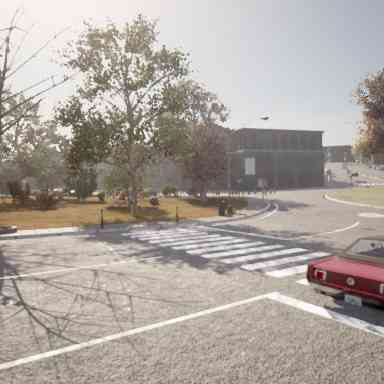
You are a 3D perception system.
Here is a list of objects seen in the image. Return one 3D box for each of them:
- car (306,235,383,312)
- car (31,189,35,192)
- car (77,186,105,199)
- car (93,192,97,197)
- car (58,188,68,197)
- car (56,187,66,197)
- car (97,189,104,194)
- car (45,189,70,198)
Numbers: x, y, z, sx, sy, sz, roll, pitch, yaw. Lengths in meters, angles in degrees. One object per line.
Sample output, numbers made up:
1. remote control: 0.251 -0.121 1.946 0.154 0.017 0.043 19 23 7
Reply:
1. car: 4.624 1.575 7.026 4.718 1.301 1.895 0 0 -35
2. car: -37.946 0.150 78.285 2.097 1.535 5.008 0 3 19
3. car: -19.216 0.052 63.656 2.435 2.045 5.566 -2 2 17
4. car: -16.879 0.285 61.662 1.946 1.575 5.366 -1 2 17
5. car: -23.948 0.350 67.215 2.163 1.488 4.792 -1 2 17
6. car: -26.308 0.060 69.023 2.435 2.045 5.566 0 2 18
7. car: -14.468 0.123 60.033 2.185 1.767 4.553 -2 2 16
8. car: -28.653 0.293 70.883 2.231 1.521 4.892 -1 2 18
